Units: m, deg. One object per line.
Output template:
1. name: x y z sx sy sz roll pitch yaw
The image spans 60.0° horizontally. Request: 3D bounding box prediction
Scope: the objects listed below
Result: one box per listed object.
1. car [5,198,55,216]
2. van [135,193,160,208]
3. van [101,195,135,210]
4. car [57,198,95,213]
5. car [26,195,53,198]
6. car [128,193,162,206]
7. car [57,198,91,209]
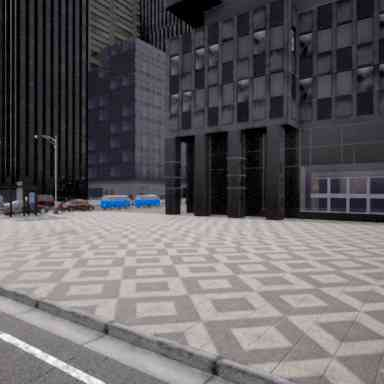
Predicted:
1. car: -15.963 1.541 31.903 2.008 1.369 4.403 0 0 35
2. van: -6.084 1.322 45.778 1.690 1.788 3.998 0 0 35
3. van: -9.376 1.324 41.153 1.690 1.788 3.998 0 0 35
4. car: -12.670 1.568 36.528 1.802 1.307 4.206 0 0 35
5. car: -19.615 1.275 41.470 2.192 1.841 5.009 0 0 35
6. car: -7.569 1.184 53.756 2.150 2.045 5.566 0 0 36
7. car: -16.323 1.539 46.096 1.802 1.307 4.206 0 0 35
